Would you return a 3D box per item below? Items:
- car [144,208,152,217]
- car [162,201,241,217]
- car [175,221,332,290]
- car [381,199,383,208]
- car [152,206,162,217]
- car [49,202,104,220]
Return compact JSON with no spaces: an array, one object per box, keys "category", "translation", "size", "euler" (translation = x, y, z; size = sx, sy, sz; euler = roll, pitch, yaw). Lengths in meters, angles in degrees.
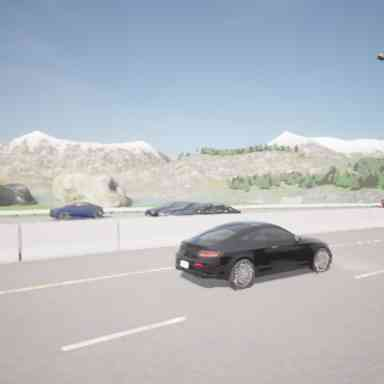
[{"category":"car","translation":[-1.220,1.488,27.856],"size":[5.357,1.411,2.033],"euler":[0,0,-30]},{"category":"car","translation":[0.857,1.464,20.925],"size":[4.892,1.490,1.837],"euler":[0,0,-30]},{"category":"car","translation":[1.763,1.511,8.976],"size":[4.674,1.442,1.812],"euler":[0,0,-33]},{"category":"car","translation":[28.099,1.197,44.523],"size":[5.566,2.045,2.150],"euler":[0,0,-18]},{"category":"car","translation":[-0.200,1.476,24.365],"size":[4.674,1.442,1.812],"euler":[0,0,-30]},{"category":"car","translation":[-9.303,1.488,27.004],"size":[4.181,1.385,1.994],"euler":[0,0,-32]}]
